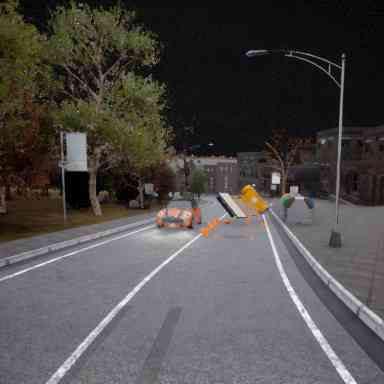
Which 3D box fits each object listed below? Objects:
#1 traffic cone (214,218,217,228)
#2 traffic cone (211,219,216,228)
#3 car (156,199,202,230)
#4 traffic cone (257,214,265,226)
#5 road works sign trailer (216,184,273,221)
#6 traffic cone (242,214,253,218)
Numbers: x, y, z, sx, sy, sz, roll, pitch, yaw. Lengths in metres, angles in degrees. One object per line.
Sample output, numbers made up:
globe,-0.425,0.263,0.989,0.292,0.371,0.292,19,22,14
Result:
traffic cone,1.363,1.895,20.443,0.340,0.580,0.340,1,0,11
traffic cone,0.988,1.900,18.479,0.340,0.580,0.340,1,0,11
car,-0.668,1.254,20.536,2.097,1.767,4.553,1,0,11
traffic cone,4.677,1.946,21.973,0.340,0.580,0.340,1,0,20
road works sign trailer,3.305,1.093,23.634,3.560,2.880,2.380,4,42,-51
traffic cone,3.688,1.927,21.997,0.340,0.580,0.340,2,2,7
